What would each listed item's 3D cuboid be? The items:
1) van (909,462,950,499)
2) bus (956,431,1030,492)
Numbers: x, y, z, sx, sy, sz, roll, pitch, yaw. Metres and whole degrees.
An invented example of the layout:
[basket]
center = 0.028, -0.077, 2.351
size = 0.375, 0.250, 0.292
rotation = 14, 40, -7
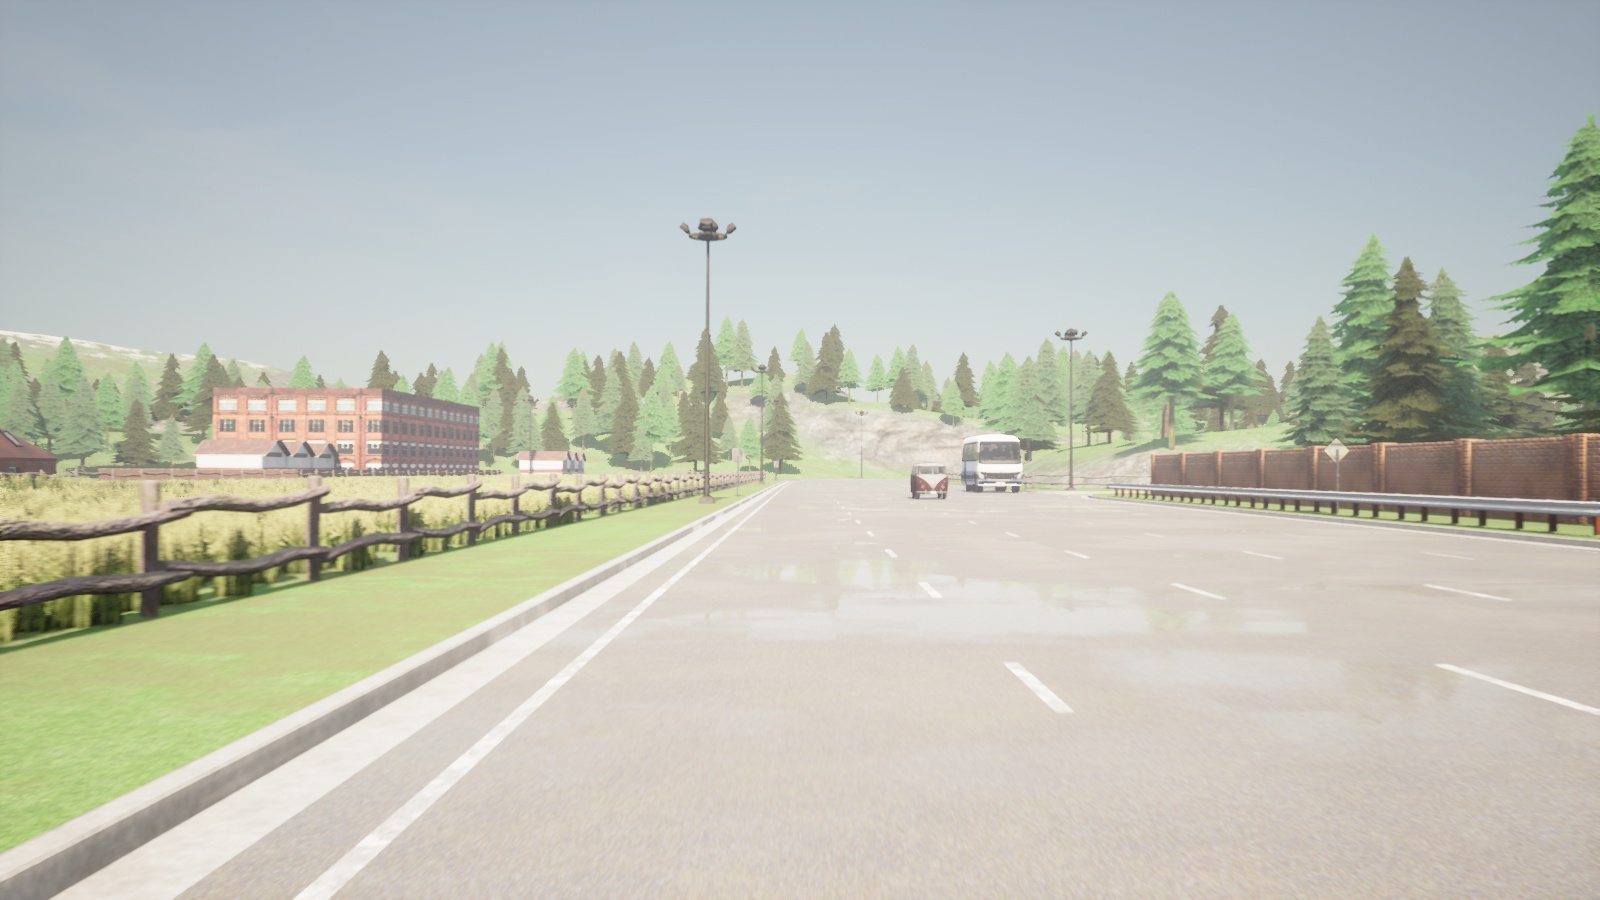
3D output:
[van]
center = 7.139, 1.672, 69.518
size = 1.775, 1.987, 4.442
rotation = 0, -1, 0
[bus]
center = 14.216, 0.904, 93.399
size = 3.944, 4.253, 10.273
rotation = 0, -1, 0
